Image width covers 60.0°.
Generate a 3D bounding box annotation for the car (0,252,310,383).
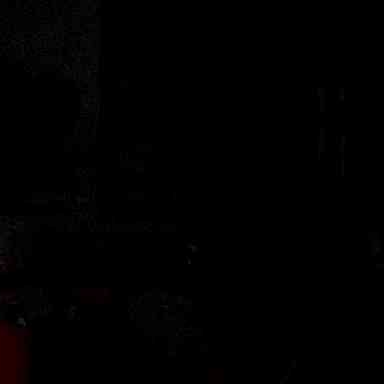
[{"bbox_3d":[-1.064,1.552,3.713,4.507,1.381,1.887,0,0,35],"label":"car"}]
